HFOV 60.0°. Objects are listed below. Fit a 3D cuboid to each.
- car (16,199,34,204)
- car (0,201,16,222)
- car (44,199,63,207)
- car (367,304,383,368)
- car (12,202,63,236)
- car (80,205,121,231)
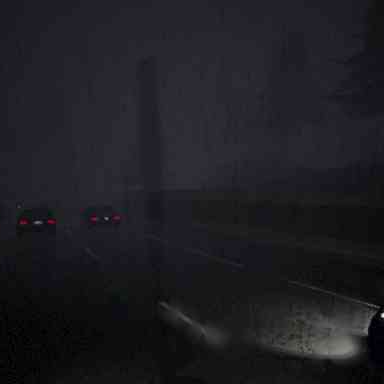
[{"bbox_3d":[-19.429,1.499,38.421,1.812,1.442,4.674,0,0,-15],"label":"car"},{"bbox_3d":[-15.202,1.473,25.425,2.128,1.511,4.902,0,0,-21],"label":"car"},{"bbox_3d":[-15.275,1.452,36.520,1.882,1.535,5.008,0,0,-16],"label":"car"},{"bbox_3d":[3.965,1.562,3.029,1.994,1.385,4.181,0,0,-34],"label":"car"},{"bbox_3d":[-8.504,1.534,18.313,2.033,1.411,5.357,0,0,-25],"label":"car"},{"bbox_3d":[-5.796,1.533,20.818,2.033,1.411,5.357,0,0,-24],"label":"car"}]
